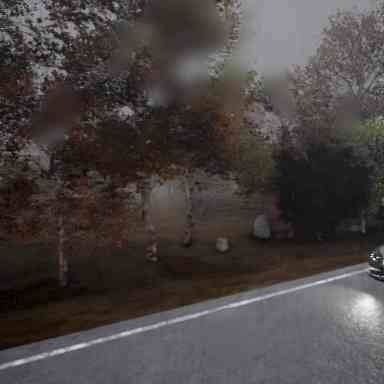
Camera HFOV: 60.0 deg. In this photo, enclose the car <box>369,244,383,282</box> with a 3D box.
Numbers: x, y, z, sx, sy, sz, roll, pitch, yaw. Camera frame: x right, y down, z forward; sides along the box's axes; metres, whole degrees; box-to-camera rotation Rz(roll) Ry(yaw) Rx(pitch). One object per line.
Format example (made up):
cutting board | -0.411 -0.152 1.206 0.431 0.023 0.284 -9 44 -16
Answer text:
car | 6.477 1.514 8.589 4.892 1.490 1.837 0 0 -35
